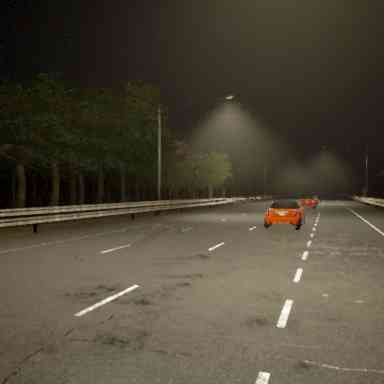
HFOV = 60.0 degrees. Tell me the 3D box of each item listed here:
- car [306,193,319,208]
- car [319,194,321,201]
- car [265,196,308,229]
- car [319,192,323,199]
[{"bbox_3d":[16.450,1.362,47.128,2.097,1.767,4.553,0,0,22],"label":"car"},{"bbox_3d":[22.259,1.566,61.452,1.812,1.442,4.674,0,0,22],"label":"car"},{"bbox_3d":[6.140,1.349,21.699,2.097,1.767,4.553,0,0,22],"label":"car"},{"bbox_3d":[33.426,1.588,88.989,1.882,1.535,5.008,0,0,22],"label":"car"}]
